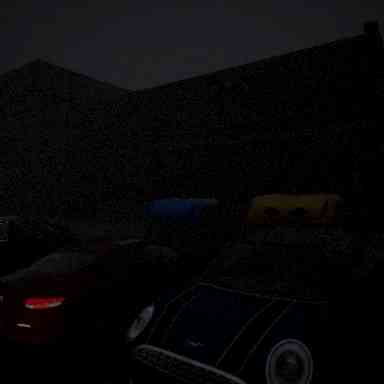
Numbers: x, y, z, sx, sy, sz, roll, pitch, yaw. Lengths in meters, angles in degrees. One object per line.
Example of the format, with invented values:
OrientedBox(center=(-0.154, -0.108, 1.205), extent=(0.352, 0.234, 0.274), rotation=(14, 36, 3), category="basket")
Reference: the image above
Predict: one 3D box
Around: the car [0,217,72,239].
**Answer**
OrientedBox(center=(-5.683, 1.489, 9.418), extent=(2.231, 1.521, 4.892), rotation=(0, 0, 35), category="car")

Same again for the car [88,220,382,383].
OrientedBox(center=(1.191, 1.355, 4.545), extent=(2.185, 1.767, 4.553), rotation=(0, 0, 35), category="car")

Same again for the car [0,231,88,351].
OrientedBox(center=(-1.165, 1.522, 6.184), extent=(2.002, 1.452, 4.674), rotation=(0, 0, 36), category="car")
